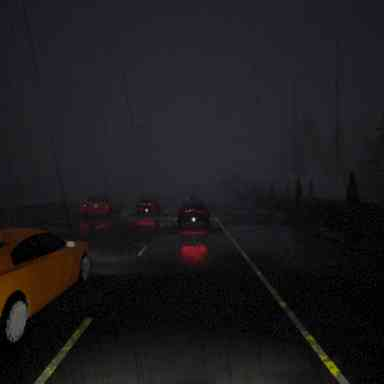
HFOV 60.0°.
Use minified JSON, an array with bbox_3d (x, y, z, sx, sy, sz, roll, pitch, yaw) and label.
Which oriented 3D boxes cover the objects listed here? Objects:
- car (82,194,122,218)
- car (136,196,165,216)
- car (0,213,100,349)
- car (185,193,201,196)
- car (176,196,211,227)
[{"bbox_3d":[-6.915,0.990,26.030,2.097,1.767,4.553,0,1,0],"label":"car"},{"bbox_3d":[-3.416,1.119,27.483,1.837,1.490,4.892,0,0,0],"label":"car"},{"bbox_3d":[-3.404,1.391,6.122,1.882,1.535,5.008,0,0,0],"label":"car"},{"bbox_3d":[0.077,0.824,39.623,1.812,1.442,4.674,0,3,0],"label":"car"},{"bbox_3d":[0.088,1.218,20.387,1.837,1.490,4.892,0,0,0],"label":"car"}]
